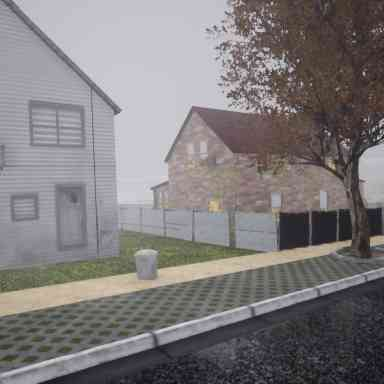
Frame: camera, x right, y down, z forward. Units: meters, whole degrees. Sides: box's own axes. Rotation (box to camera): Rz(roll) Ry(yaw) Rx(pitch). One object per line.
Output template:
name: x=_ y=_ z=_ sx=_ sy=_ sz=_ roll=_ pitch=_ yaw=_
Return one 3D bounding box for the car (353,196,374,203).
car: x=38.577 y=1.611 z=74.943 sx=2.128 sy=1.511 sz=4.902 roll=-2 pitch=0 yaw=0

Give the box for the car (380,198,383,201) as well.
car: x=38.493 y=1.659 z=64.929 sx=1.994 sy=1.385 sz=4.181 roll=-2 pitch=0 yaw=0

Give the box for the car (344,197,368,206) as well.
car: x=31.997 y=1.846 z=65.115 sx=2.128 sy=1.511 sz=4.902 roll=-2 pitch=0 yaw=0

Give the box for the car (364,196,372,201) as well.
car: x=28.614 y=1.885 z=56.377 sx=1.837 sy=1.490 sz=4.892 roll=-2 pitch=-1 yaw=1
